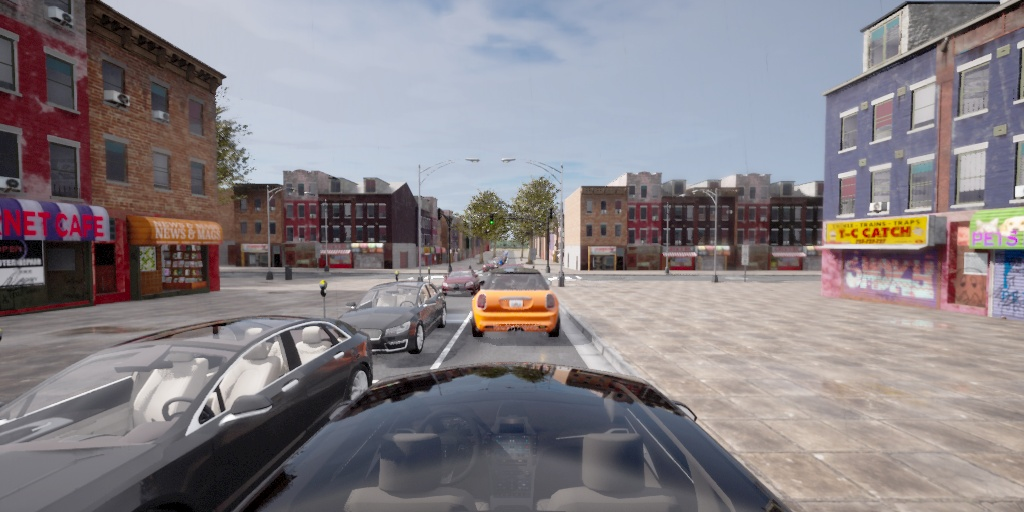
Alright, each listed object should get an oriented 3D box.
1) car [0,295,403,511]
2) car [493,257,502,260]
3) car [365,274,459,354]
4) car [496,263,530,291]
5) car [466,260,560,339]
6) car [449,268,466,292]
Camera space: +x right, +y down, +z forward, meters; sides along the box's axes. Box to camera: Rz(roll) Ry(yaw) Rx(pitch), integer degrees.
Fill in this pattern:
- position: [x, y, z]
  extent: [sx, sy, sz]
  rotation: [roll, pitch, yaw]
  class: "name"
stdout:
- position: [-2.642, 1.300, 3.090]
  extent: [2.007, 1.370, 4.403]
  rotation: [0, 0, 0]
  class: "car"
- position: [-2.710, 1.258, 46.208]
  extent: [1.967, 1.591, 4.097]
  rotation: [0, 0, 0]
  class: "car"
- position: [-2.651, 1.301, 8.538]
  extent: [2.007, 1.370, 4.403]
  rotation: [0, 0, 0]
  class: "car"
- position: [0.022, 1.242, 22.851]
  extent: [1.882, 1.535, 5.008]
  rotation: [0, 0, -1]
  class: "car"
- position: [0.086, 1.103, 10.262]
  extent: [2.097, 1.767, 4.553]
  rotation: [0, 0, 0]
  class: "car"
- position: [-2.668, 1.342, 19.432]
  extent: [1.802, 1.307, 4.207]
  rotation: [0, 0, 0]
  class: "car"
